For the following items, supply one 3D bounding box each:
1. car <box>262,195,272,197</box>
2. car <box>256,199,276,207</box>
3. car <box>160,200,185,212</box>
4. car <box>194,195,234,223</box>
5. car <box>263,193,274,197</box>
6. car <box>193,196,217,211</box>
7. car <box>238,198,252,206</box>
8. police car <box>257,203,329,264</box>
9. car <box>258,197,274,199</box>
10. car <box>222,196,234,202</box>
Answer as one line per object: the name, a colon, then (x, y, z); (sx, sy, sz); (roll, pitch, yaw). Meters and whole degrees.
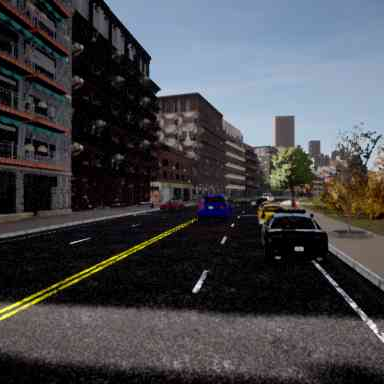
car: (10.758, 1.546, 50.630); (1.837, 1.490, 4.892); (0, 0, 15)
car: (5.284, 1.462, 21.936); (1.801, 1.575, 5.366); (0, 0, 11)
car: (-2.270, 1.620, 38.797); (1.895, 1.301, 4.718); (0, 0, 13)
car: (1.882, 1.229, 26.096); (2.150, 2.045, 5.566); (0, 0, 11)
car: (15.110, 1.309, 66.453); (2.150, 2.045, 5.566); (0, 0, 17)
car: (1.674, 1.375, 41.401); (2.097, 1.767, 4.553); (0, 0, 13)
car: (9.119, 1.658, 56.872); (1.895, 1.301, 4.718); (0, 0, 15)
police car: (3.519, 1.429, 12.068); (1.930, 1.638, 5.238); (0, 0, 10)
car: (6.413, 1.465, 27.745); (1.801, 1.575, 5.366); (0, 0, 11)
car: (8.504, 1.718, 77.876); (1.895, 1.301, 4.718); (0, 0, 18)
